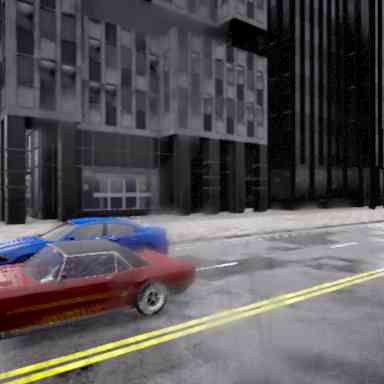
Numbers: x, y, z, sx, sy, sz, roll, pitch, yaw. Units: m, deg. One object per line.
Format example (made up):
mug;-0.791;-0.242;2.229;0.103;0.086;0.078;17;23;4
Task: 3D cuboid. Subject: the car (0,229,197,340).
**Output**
car;-2.322;1.607;6.009;4.718;1.301;1.895;0;0;-35

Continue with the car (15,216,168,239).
car;-3.022;1.486;9.495;5.008;1.535;1.882;0;0;-36
